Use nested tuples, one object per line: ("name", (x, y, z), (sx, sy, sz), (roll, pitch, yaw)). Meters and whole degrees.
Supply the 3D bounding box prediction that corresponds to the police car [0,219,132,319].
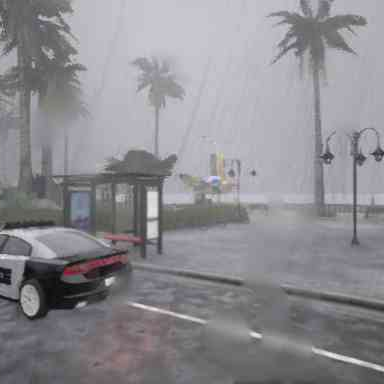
("police car", (-3.731, 1.463, 7.524), (5.238, 1.638, 1.930), (0, 0, 31))
